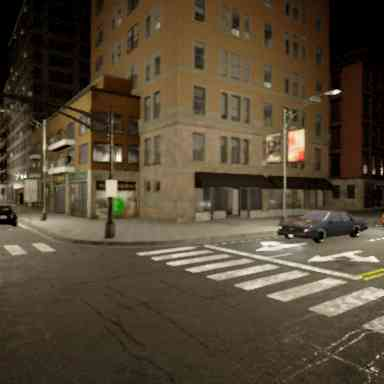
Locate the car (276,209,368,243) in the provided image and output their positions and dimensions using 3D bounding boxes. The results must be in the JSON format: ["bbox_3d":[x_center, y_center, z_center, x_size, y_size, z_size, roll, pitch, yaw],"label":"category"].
[{"bbox_3d":[6.545,1.560,16.335,5.357,1.411,2.033,0,0,-36],"label":"car"}]

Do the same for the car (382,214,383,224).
[{"bbox_3d":[14.611,1.378,22.059,4.553,1.767,2.097,0,0,-35],"label":"car"}]

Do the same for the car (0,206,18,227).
[{"bbox_3d":[-12.567,1.558,21.774,1.947,1.339,4.313,0,0,-35],"label":"car"}]
